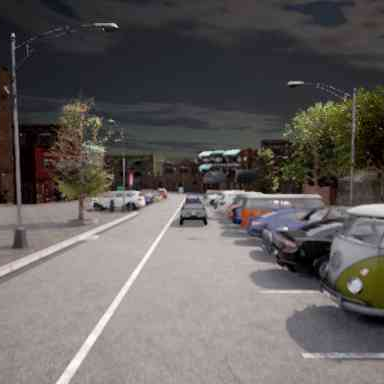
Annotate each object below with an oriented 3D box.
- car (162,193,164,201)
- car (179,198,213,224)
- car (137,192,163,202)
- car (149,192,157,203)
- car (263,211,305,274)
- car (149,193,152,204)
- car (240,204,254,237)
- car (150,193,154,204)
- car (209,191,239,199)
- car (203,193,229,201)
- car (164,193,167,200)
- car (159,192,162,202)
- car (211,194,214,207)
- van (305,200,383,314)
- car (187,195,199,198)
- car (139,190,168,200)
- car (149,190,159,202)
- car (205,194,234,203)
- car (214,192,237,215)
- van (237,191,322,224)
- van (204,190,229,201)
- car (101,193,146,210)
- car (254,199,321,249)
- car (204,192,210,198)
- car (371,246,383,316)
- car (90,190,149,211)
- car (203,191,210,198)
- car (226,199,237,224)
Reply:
[{"bbox_3d":[-7.892,1.003,55.266,5.366,1.575,1.946,0,0,0],"label":"car"},{"bbox_3d":[0.090,1.350,22.917,2.033,1.411,5.357,0,1,0],"label":"car"},{"bbox_3d":[-7.680,0.826,61.146,4.553,1.767,2.185,0,1,0],"label":"car"},{"bbox_3d":[-7.732,1.111,46.453,4.792,1.488,2.163,0,0,0],"label":"car"},{"bbox_3d":[4.641,1.405,8.639,5.008,1.535,2.097,0,0,0],"label":"car"},{"bbox_3d":[-7.697,1.173,40.451,4.674,1.452,2.002,0,0,0],"label":"car"},{"bbox_3d":[4.641,1.398,14.102,4.674,1.452,2.002,0,0,0],"label":"car"},{"bbox_3d":[-7.698,1.147,43.514,4.674,1.452,2.002,0,0,0],"label":"car"},{"bbox_3d":[4.662,1.017,39.367,4.553,1.767,2.185,0,0,0],"label":"car"},{"bbox_3d":[4.612,0.896,64.398,4.892,1.521,2.231,0,2,0],"label":"car"},{"bbox_3d":[-7.524,0.978,58.206,5.366,1.575,1.946,0,0,0],"label":"car"},{"bbox_3d":[-7.712,1.033,52.203,4.892,1.521,2.231,0,0,0],"label":"car"},{"bbox_3d":[4.603,1.221,33.658,4.792,1.488,2.163,0,0,0],"label":"car"},{"bbox_3d":[4.531,1.204,5.719,4.442,1.987,1.878,0,0,0],"label":"van"},{"bbox_3d":[0.079,1.118,41.894,1.882,1.535,5.008,0,1,0],"label":"car"},{"bbox_3d":[-7.685,0.580,66.916,5.566,2.045,2.435,0,1,0],"label":"car"},{"bbox_3d":[-7.736,0.931,49.390,4.553,1.767,2.185,0,0,0],"label":"car"},{"bbox_3d":[4.624,1.040,56.006,4.674,1.452,2.002,0,0,0],"label":"car"},{"bbox_3d":[4.666,1.090,30.861,4.553,1.767,2.185,0,0,0],"label":"car"},{"bbox_3d":[4.759,1.109,16.893,4.442,1.987,1.878,0,0,0],"label":"van"},{"bbox_3d":[4.503,0.721,61.587,4.442,1.987,1.878,0,1,0],"label":"van"},{"bbox_3d":[-7.667,1.032,37.512,4.553,1.767,2.185,0,0,0],"label":"car"},{"bbox_3d":[4.675,1.257,11.308,4.553,1.767,2.185,0,0,0],"label":"car"},{"bbox_3d":[4.621,1.072,47.625,5.008,1.535,2.097,0,0,0],"label":"car"},{"bbox_3d":[4.655,1.455,2.928,4.892,1.521,2.231,0,0,0],"label":"car"},{"bbox_3d":[-7.725,0.931,34.698,5.566,2.045,2.435,0,0,0],"label":"car"},{"bbox_3d":[4.617,1.024,53.336,4.892,1.521,2.231,0,1,0],"label":"car"},{"bbox_3d":[4.669,1.340,19.691,4.792,1.488,2.163,0,0,0],"label":"car"}]
